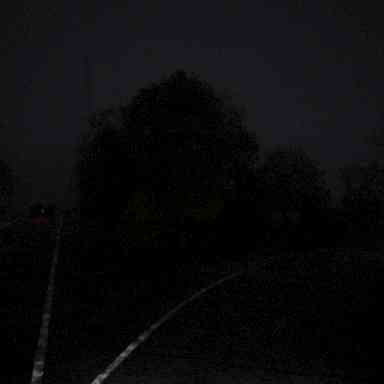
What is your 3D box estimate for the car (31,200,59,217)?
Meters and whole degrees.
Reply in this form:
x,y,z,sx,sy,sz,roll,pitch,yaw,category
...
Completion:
x,y,z,sx,sy,sz,roll,pitch,yaw,category
-13.614,1.473,30.682,1.882,1.535,5.008,3,-2,-21,car
